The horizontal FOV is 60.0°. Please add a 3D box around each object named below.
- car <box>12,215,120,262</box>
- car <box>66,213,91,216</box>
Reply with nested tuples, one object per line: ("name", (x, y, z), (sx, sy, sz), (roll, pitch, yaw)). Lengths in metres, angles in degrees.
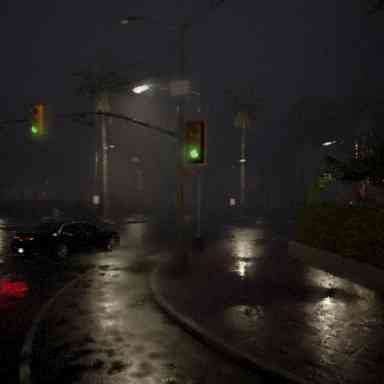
("car", (-5.089, 1.936, 14.167), (1.837, 1.490, 4.892), (-1, -2, 26))
("car", (-9.356, 2.385, 27.097), (1.994, 1.385, 4.181), (-1, -2, 38))
